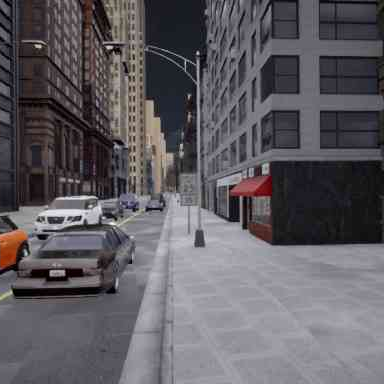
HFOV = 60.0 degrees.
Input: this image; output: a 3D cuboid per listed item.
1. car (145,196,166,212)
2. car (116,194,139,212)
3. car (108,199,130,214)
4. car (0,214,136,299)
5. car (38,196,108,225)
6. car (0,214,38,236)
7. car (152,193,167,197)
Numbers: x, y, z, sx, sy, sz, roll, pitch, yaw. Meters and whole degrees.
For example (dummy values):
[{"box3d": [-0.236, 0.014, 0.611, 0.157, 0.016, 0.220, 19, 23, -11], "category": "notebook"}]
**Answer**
[{"box3d": [-4.329, 1.535, 38.772, 1.994, 1.385, 4.181, -1, 0, -3], "category": "car"}, {"box3d": [-7.431, 1.220, 38.611, 2.150, 2.045, 5.566, -1, 0, -3], "category": "car"}, {"box3d": [-6.851, 1.557, 27.890, 2.033, 1.411, 5.357, -1, 0, -3], "category": "car"}, {"box3d": [-2.638, 1.546, 8.659, 2.033, 1.411, 5.357, -1, 0, -3], "category": "car"}, {"box3d": [-6.259, 1.240, 17.587, 2.150, 2.045, 5.566, -1, 0, -3], "category": "car"}, {"box3d": [-5.696, 1.379, 7.808, 2.097, 1.767, 4.553, -1, 0, -3], "category": "car"}, {"box3d": [-4.968, 1.180, 48.861, 2.150, 2.045, 5.566, -1, 0, -3], "category": "car"}]
